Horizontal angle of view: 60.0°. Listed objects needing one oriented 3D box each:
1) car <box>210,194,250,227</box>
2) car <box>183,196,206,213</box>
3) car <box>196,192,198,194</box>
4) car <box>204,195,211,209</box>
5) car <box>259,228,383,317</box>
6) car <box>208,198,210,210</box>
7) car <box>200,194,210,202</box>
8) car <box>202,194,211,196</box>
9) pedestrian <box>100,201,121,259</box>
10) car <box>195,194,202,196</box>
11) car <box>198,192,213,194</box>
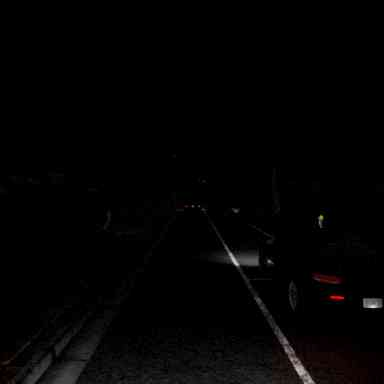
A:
[{"bbox_3d":[2.663,1.254,22.503,2.192,1.841,5.009,2,0,0],"label":"car"},{"bbox_3d":[0.078,1.413,34.592,2.033,1.411,5.357,0,0,0],"label":"car"},{"bbox_3d":[2.650,0.895,89.157,1.967,1.590,4.097,2,0,0],"label":"car"},{"bbox_3d":[2.656,1.396,39.174,1.947,1.339,4.313,2,1,0],"label":"car"},{"bbox_3d":[2.749,1.517,7.360,1.812,1.442,4.674,0,0,0],"label":"car"},{"bbox_3d":[2.657,1.454,28.062,1.887,1.381,4.507,2,0,0],"label":"car"},{"bbox_3d":[2.650,1.179,66.944,1.802,1.307,4.206,2,0,0],"label":"car"},{"bbox_3d":[2.655,1.349,44.730,1.947,1.339,4.313,2,1,0],"label":"car"},{"bbox_3d":[-2.516,1.127,10.227,0.375,1.860,0.375,2,-1,0],"label":"pedestrian"},{"bbox_3d":[0.048,1.319,45.991,2.033,1.411,5.357,0,1,1],"label":"car"},{"bbox_3d":[2.661,1.001,55.835,2.192,1.841,5.009,2,0,0],"label":"car"}]
